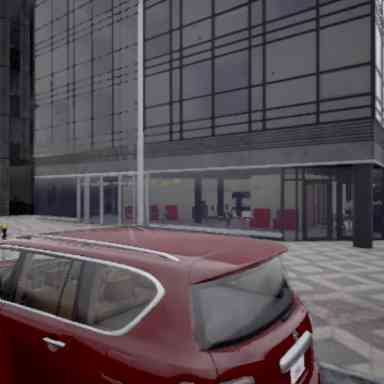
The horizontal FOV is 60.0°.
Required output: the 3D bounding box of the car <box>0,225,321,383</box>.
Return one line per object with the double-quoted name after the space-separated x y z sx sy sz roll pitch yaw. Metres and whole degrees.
-1.210 1.311 3.710 5.009 1.841 2.192 0 0 35 "car"
